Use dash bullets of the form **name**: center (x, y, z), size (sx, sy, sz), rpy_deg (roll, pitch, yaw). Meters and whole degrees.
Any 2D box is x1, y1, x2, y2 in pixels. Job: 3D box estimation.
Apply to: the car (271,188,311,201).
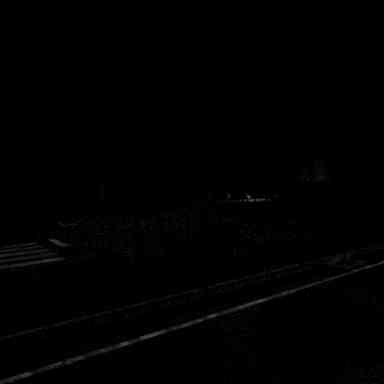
- **car**: center (12.461, 0.333, 41.681), size (5.008, 1.535, 1.882), rpy_deg (-1, 2, 9)
